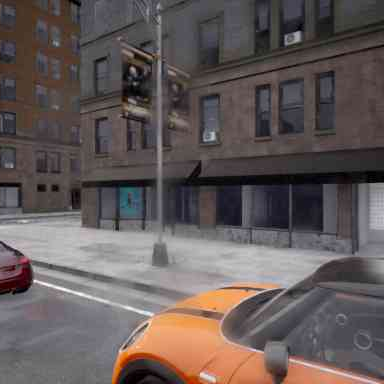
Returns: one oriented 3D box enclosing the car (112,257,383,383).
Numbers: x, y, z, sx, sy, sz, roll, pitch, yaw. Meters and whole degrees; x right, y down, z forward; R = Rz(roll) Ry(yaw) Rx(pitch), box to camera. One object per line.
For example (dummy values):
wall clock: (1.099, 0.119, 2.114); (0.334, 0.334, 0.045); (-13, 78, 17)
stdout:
car: (1.457, 1.352, 2.647); (4.553, 1.767, 2.097); (0, 0, 36)

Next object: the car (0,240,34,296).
car: (-5.482, 1.564, 7.582); (4.181, 1.385, 1.994); (0, 0, 36)
